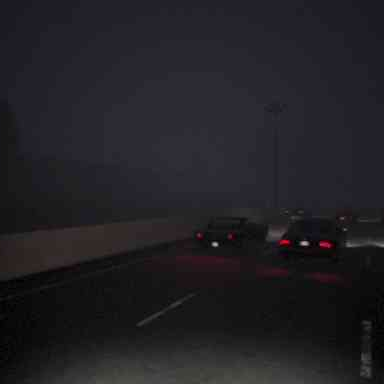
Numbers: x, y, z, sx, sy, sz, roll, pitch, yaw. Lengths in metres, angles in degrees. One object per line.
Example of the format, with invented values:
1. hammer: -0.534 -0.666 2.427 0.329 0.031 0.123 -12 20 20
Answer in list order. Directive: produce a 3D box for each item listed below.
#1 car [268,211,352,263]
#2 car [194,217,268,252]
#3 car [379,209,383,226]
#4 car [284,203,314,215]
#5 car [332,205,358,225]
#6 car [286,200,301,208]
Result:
1. car: 4.692 1.681 12.598 2.033 1.411 5.357 0 -1 28
2. car: 1.957 1.762 14.891 1.895 1.301 4.718 0 -1 28
3. car: 15.316 1.749 25.062 2.128 1.511 4.902 0 -1 28
4. car: 9.137 1.792 28.353 2.128 1.511 4.902 0 -1 28
5. car: 12.410 1.806 27.044 1.812 1.442 4.674 0 0 29
6. car: 18.794 2.172 61.424 1.812 1.442 4.674 0 -1 29
